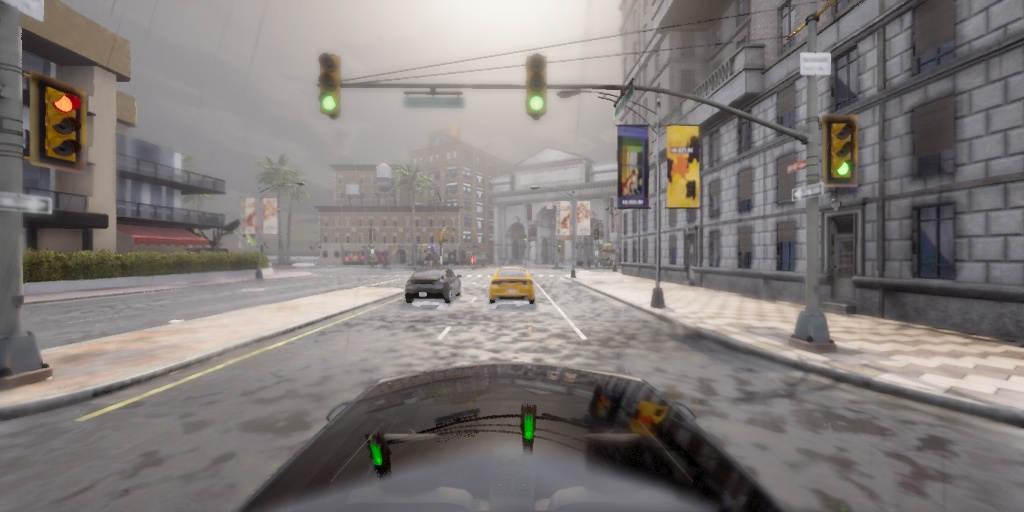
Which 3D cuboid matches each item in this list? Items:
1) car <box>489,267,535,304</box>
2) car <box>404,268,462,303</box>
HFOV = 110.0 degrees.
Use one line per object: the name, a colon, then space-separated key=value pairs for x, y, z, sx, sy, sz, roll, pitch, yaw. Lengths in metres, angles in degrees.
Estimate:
car: x=0.000 y=1.234 z=16.500 sx=1.882 sy=1.535 sz=5.008 roll=0 pitch=0 yaw=0
car: x=-3.500 y=1.265 z=16.500 sx=1.837 sy=1.490 sz=4.892 roll=0 pitch=0 yaw=0
